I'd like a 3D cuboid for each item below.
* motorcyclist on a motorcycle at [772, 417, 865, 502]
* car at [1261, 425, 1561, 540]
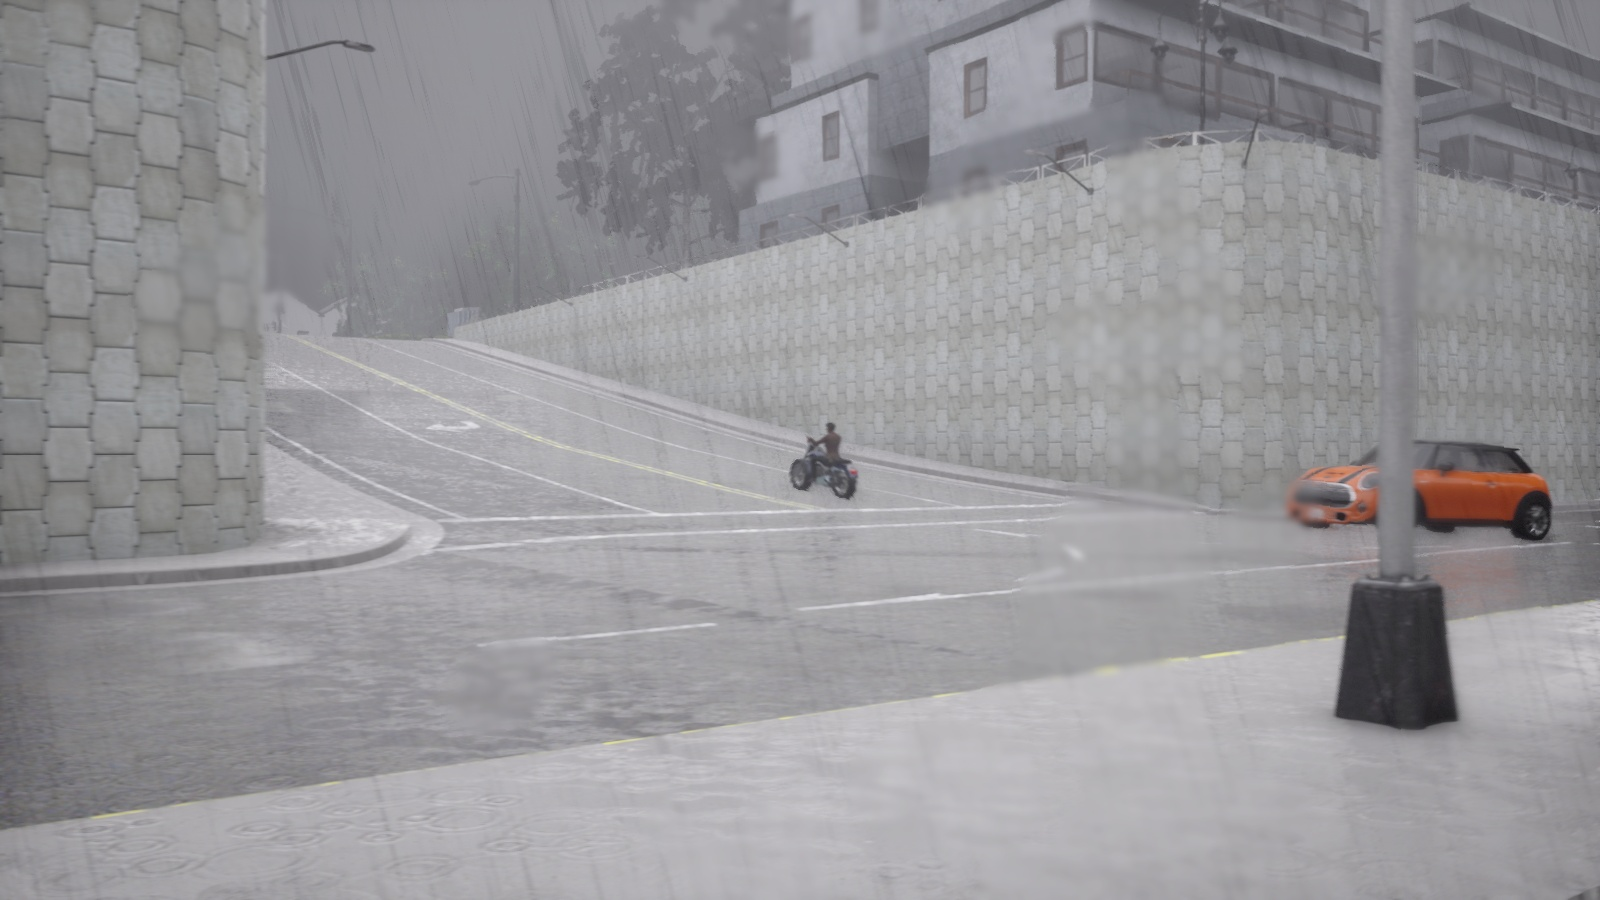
[{"bbox_3d":[0.371,0.171,27.340,0.766,1.649,2.350,0,5,-34],"label":"motorcyclist on a motorcycle"},{"bbox_3d":[10.638,0.563,21.906,4.553,1.767,2.097,3,0,-21],"label":"car"}]
